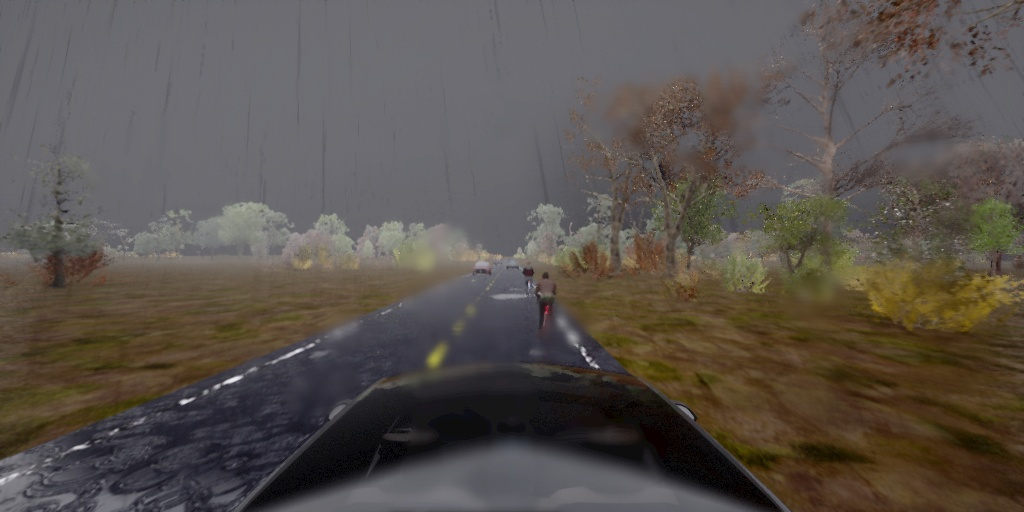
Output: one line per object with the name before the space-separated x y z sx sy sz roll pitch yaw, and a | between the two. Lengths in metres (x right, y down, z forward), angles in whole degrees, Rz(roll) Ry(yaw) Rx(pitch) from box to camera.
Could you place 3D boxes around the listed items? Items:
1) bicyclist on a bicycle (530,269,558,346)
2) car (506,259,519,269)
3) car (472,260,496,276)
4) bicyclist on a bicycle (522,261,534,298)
bicyclist on a bicycle | 0.822 1.211 8.464 0.582 1.620 1.656 0 0 0
car | 0.098 1.375 58.071 1.994 1.385 4.181 0 0 0
car | -3.087 1.268 38.199 1.882 1.535 5.008 0 0 0
bicyclist on a bicycle | 0.816 1.136 17.542 0.659 1.776 1.843 -1 0 0
